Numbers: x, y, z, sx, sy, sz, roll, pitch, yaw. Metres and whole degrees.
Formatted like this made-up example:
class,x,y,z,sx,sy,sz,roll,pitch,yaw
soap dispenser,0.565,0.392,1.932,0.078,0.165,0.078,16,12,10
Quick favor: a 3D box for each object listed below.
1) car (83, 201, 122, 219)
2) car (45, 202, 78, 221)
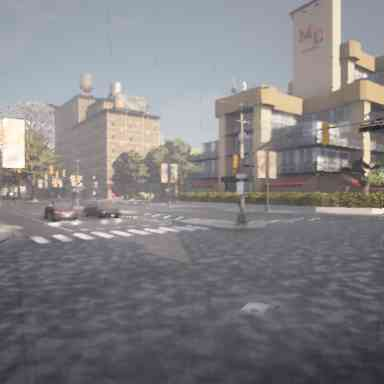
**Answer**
class,x,y,z,sx,sy,sz,roll,pitch,yaw
car,-8.056,1.548,29.470,2.033,1.411,5.357,0,0,-36
car,-10.788,1.526,27.282,1.812,1.442,4.674,0,0,-34
